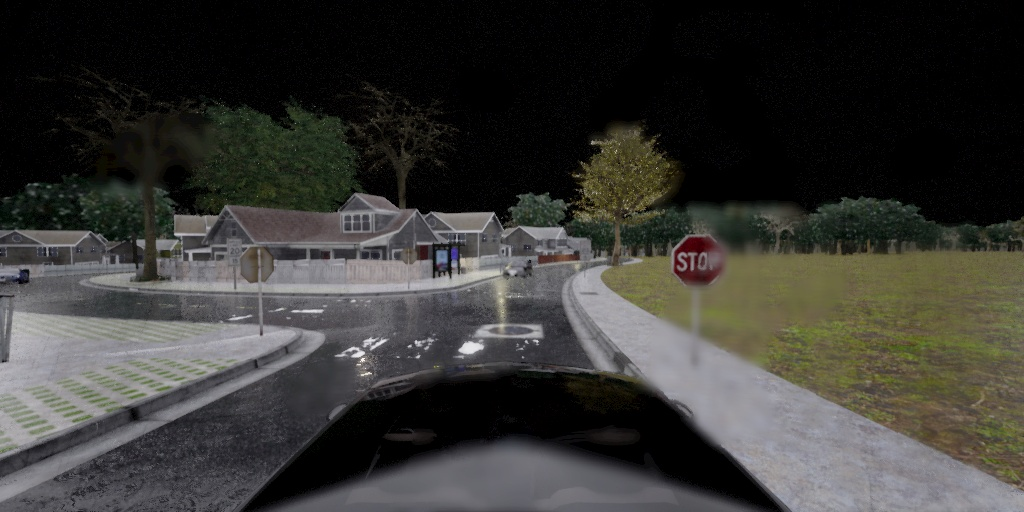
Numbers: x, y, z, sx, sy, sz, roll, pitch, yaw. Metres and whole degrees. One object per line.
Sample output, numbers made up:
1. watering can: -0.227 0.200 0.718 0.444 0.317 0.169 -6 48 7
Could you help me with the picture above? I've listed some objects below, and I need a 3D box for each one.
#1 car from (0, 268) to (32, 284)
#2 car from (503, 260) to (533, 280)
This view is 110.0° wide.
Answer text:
1. car: -45.357 1.827 32.330 4.674 1.442 1.812 -1 1 42
2. car: 0.560 1.125 30.168 2.128 1.511 4.902 0 1 13
